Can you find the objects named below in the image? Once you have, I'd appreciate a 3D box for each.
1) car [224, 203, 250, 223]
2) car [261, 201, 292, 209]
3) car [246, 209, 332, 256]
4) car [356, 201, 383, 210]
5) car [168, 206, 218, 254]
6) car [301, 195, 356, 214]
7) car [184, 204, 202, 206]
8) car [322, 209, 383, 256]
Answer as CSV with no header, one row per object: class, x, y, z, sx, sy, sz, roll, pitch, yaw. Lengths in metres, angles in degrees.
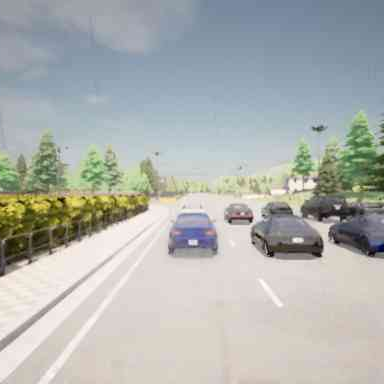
car,3.533,1.562,25.633,2.033,1.411,5.357,0,0,1
car,7.055,1.522,27.847,1.837,1.490,4.892,0,0,0
car,3.552,1.572,13.092,1.994,1.385,4.181,0,0,0
car,14.054,1.507,27.796,2.128,1.511,4.902,0,0,0
car,0.055,1.533,13.492,1.812,1.442,4.674,0,0,0
car,10.545,1.238,26.698,2.150,2.045,5.566,0,0,0
car,0.048,1.616,27.196,1.895,1.301,4.718,0,0,1
car,7.052,1.572,13.122,1.994,1.385,4.181,0,0,0
